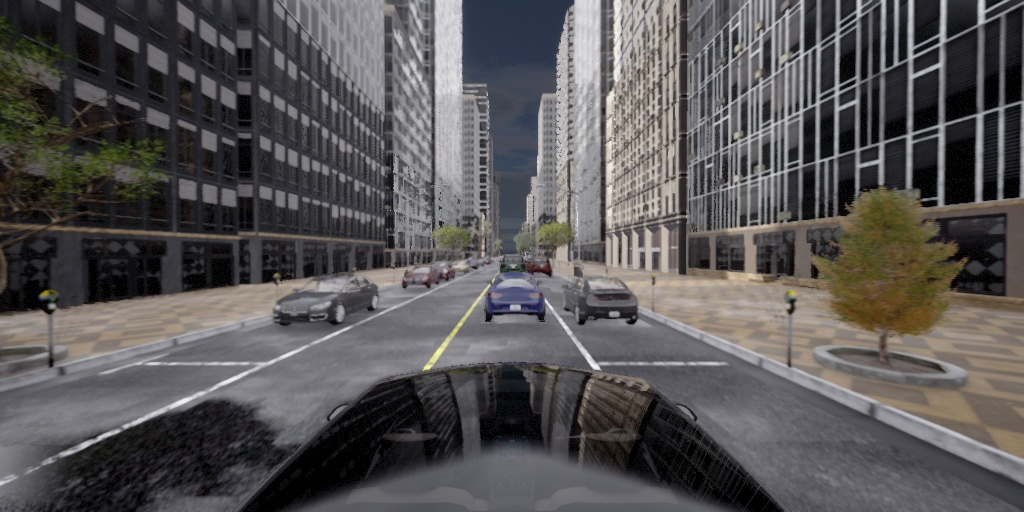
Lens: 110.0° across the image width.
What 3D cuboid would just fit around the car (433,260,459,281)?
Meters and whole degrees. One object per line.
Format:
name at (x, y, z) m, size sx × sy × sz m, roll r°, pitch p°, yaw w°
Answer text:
car at (-5.707, 1.143, 28.613) m, size 1.967 × 1.591 × 4.097 m, roll 0°, pitch 0°, yaw 0°

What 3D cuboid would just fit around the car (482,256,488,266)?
car at (-5.725, 1.192, 62.716) m, size 2.007 × 1.370 × 4.403 m, roll 0°, pitch 0°, yaw 0°

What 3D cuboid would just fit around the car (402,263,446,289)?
car at (-5.704, 1.295, 22.930) m, size 1.802 × 1.307 × 4.207 m, roll 0°, pitch 0°, yaw 0°

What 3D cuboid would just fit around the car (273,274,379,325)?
car at (-5.698, 1.283, 11.562) m, size 2.007 × 1.370 × 4.403 m, roll 0°, pitch 0°, yaw 0°

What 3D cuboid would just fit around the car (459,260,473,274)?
car at (-5.712, 1.209, 39.811) m, size 1.751 × 1.417 × 4.829 m, roll 0°, pitch 0°, yaw 0°

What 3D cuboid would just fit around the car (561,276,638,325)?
car at (2.683, 1.284, 11.567) m, size 2.007 × 1.370 × 4.403 m, roll 0°, pitch 0°, yaw 0°

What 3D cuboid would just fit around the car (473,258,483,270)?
car at (-5.719, 1.229, 51.348) m, size 1.948 × 1.339 × 4.313 m, roll 0°, pitch 0°, yaw 0°

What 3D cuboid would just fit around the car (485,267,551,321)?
car at (0.094, 1.258, 12.245) m, size 1.812 × 1.442 × 4.674 m, roll 0°, pitch 0°, yaw 0°

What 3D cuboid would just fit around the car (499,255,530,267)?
car at (0.088, 0.922, 30.255) m, size 2.150 × 2.045 × 5.566 m, roll 0°, pitch 0°, yaw 0°

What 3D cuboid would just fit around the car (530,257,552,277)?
car at (2.671, 1.009, 34.302) m, size 2.192 × 1.841 × 5.009 m, roll 0°, pitch 0°, yaw 0°
